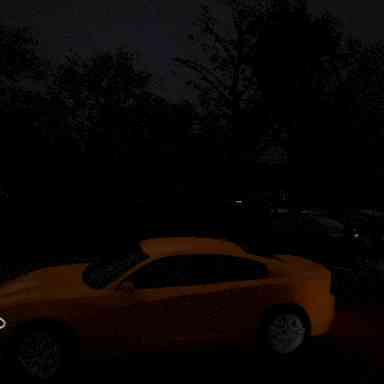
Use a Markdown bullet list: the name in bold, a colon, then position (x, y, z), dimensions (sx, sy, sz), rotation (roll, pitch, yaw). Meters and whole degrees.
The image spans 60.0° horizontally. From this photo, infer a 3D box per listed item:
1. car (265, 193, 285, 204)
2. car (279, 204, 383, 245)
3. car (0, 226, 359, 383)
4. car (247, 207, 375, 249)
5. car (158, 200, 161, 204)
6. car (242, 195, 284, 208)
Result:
- **car**: position (9.905, 0.932, 43.897), dimensions (2.097, 1.767, 4.553), rotation (-4, 3, -35)
- **car**: position (6.598, 1.461, 14.495), dimensions (2.231, 1.521, 4.892), rotation (-1, 0, -35)
- **car**: position (-0.334, 1.459, 5.060), dimensions (5.008, 1.535, 1.882), rotation (1, 1, -14)
- **car**: position (3.927, 1.524, 12.598), dimensions (2.002, 1.452, 4.674), rotation (-1, 0, -35)
- **car**: position (-3.473, 1.124, 52.027), dimensions (4.902, 1.511, 2.128), rotation (0, 2, 10)
- **car**: position (8.375, 1.388, 40.331), dimensions (1.895, 1.301, 4.718), rotation (-4, 3, -35)
